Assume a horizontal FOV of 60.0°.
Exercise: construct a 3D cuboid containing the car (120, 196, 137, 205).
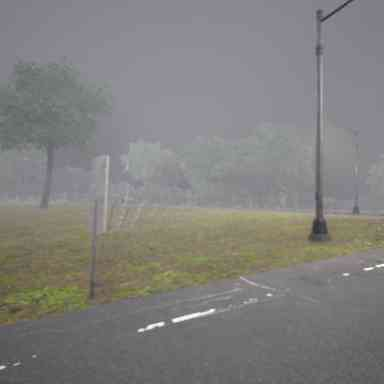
[{"bbox_3d":[-12.548,1.644,65.785,2.097,1.767,4.553,3,-3,-31],"label":"car"}]
